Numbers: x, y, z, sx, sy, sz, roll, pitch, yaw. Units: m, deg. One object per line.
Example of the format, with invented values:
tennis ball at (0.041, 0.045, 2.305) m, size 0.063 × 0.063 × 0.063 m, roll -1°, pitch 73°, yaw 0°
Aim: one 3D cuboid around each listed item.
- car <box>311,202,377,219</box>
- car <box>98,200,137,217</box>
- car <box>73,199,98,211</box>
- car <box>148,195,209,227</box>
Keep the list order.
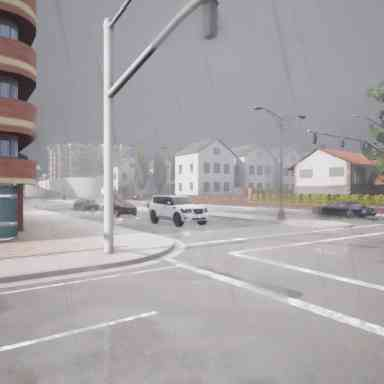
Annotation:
car at (13.174, 1.547, 29.177) m, size 2.033 × 1.411 × 5.357 m, roll 0°, pitch 0°, yaw -31°
car at (-7.002, 1.476, 32.027) m, size 1.882 × 1.535 × 5.008 m, roll 0°, pitch 0°, yaw -34°
car at (-13.047, 1.547, 40.786) m, size 2.033 × 1.411 × 5.357 m, roll 0°, pitch 0°, yaw -35°
car at (-1.094, 1.221, 23.488) m, size 2.150 × 2.045 × 5.566 m, roll 0°, pitch 0°, yaw -35°
